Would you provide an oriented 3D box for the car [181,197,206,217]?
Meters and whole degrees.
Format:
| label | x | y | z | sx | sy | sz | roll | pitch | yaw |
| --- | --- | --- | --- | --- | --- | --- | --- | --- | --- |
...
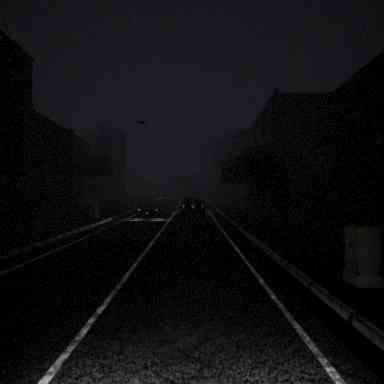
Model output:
| label | x | y | z | sx | sy | sz | roll | pitch | yaw |
| --- | --- | --- | --- | --- | --- | --- | --- | --- | --- |
| car | 0.095 | 1.212 | 29.595 | 2.097 | 1.767 | 4.553 | 0 | 1 | 0 |

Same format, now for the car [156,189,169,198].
| label | x | y | z | sx | sy | sz | roll | pitch | yaw |
| --- | --- | --- | --- | --- | --- | --- | --- | --- | --- |
| car | -6.236 | 0.231 | 70.440 | 2.097 | 1.767 | 4.553 | 1 | 2 | -17 |

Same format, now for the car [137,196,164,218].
| label | x | y | z | sx | sy | sz | roll | pitch | yaw |
| --- | --- | --- | --- | --- | --- | --- | --- | --- | --- |
| car | -3.603 | 1.393 | 29.032 | 1.812 | 1.442 | 4.674 | 0 | 1 | 0 |
